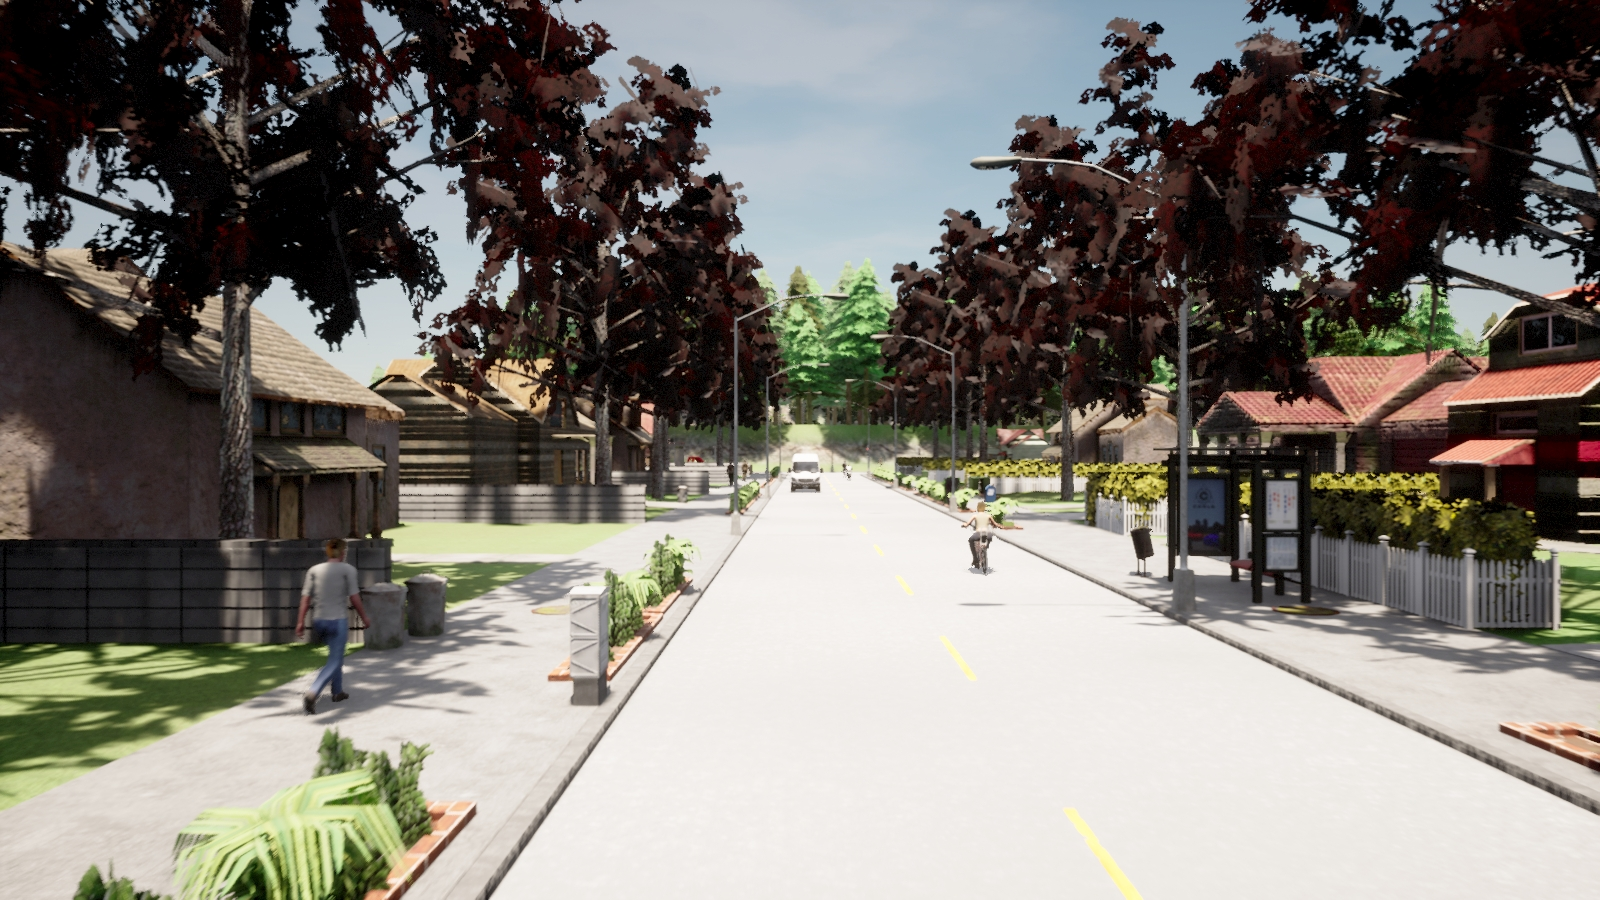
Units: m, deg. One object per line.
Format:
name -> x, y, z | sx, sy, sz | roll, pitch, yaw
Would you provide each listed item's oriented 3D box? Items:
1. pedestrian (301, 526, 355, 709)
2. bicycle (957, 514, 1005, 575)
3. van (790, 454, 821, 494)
pedestrian -> -4.964, 1.743, 12.024 | 0.375, 1.860, 0.375 | 0, 0, 9
bicycle -> 4.152, 2.158, 26.288 | 0.859, 1.276, 1.487 | 0, 0, 0
van -> 0.374, 1.535, 76.405 | 1.988, 2.561, 5.915 | 0, 0, 0
